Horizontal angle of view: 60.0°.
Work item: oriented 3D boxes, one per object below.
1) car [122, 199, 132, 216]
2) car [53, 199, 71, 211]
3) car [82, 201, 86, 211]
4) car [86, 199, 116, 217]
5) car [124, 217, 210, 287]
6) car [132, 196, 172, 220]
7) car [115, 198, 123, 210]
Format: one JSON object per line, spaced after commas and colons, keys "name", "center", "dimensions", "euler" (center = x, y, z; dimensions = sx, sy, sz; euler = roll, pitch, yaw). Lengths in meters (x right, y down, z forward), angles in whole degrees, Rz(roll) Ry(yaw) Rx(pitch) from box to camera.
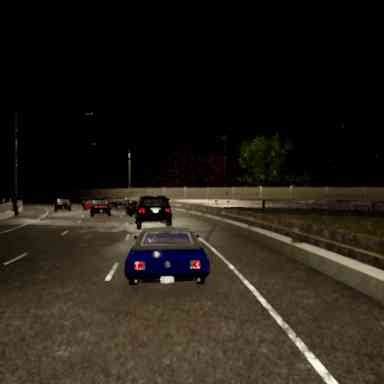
{"name": "car", "center": [-5.490, 1.632, 33.088], "dimensions": [1.994, 1.385, 4.181], "euler": [0, 0, -17]}
{"name": "car", "center": [-16.208, 1.592, 41.653], "dimensions": [2.128, 1.511, 4.902], "euler": [0, 0, -23]}
{"name": "car", "center": [-13.192, 1.663, 43.404], "dimensions": [1.994, 1.385, 4.181], "euler": [0, 0, -22]}
{"name": "car", "center": [-9.149, 1.565, 33.019], "dimensions": [2.128, 1.511, 4.902], "euler": [0, 0, -19]}
{"name": "car", "center": [-0.712, 1.619, 9.416], "dimensions": [1.895, 1.301, 4.718], "euler": [0, 0, -5]}
{"name": "car", "center": [-2.645, 1.262, 22.055], "dimensions": [2.150, 2.045, 5.566], "euler": [0, -1, -11]}
{"name": "car", "center": [-9.623, 1.587, 44.009], "dimensions": [2.128, 1.511, 4.902], "euler": [0, 0, -23]}
